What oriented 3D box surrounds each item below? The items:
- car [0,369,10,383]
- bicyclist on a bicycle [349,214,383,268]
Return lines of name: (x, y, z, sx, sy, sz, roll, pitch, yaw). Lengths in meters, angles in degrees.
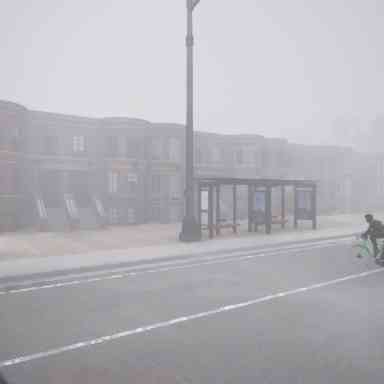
car: (-3.363, 1.505, 1.113, 4.892, 1.490, 1.837, 0, -1, -41)
bicyclist on a bicycle: (5.296, 1.455, 9.606, 0.582, 1.620, 1.656, 0, -2, -34)
